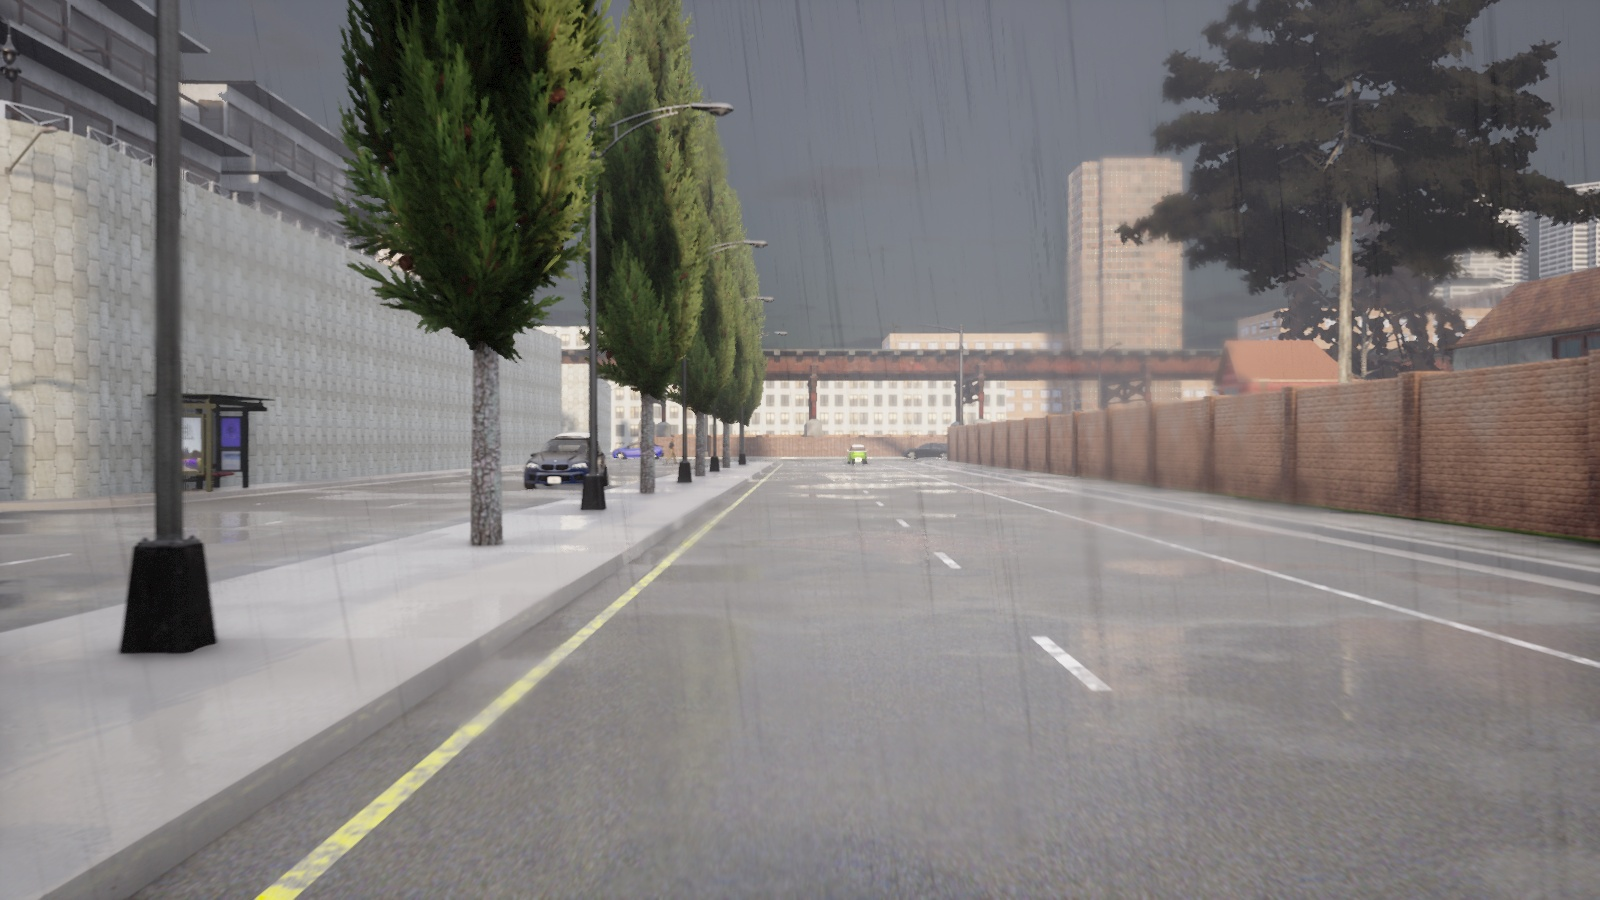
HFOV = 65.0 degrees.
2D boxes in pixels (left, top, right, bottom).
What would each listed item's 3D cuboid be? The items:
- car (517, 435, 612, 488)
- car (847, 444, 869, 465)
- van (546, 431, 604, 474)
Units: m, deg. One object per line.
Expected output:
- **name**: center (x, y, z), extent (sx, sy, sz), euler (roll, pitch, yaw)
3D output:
- **car**: center (-7.747, 0.349, 41.771), extent (2.242, 1.667, 4.611), euler (0, 0, 0)
- **car**: center (4.011, 0.313, 87.266), extent (1.481, 1.376, 2.207), euler (0, 1, 0)
- **van**: center (-11.129, 0.109, 62.410), extent (2.069, 2.038, 4.480), euler (0, 0, 0)
